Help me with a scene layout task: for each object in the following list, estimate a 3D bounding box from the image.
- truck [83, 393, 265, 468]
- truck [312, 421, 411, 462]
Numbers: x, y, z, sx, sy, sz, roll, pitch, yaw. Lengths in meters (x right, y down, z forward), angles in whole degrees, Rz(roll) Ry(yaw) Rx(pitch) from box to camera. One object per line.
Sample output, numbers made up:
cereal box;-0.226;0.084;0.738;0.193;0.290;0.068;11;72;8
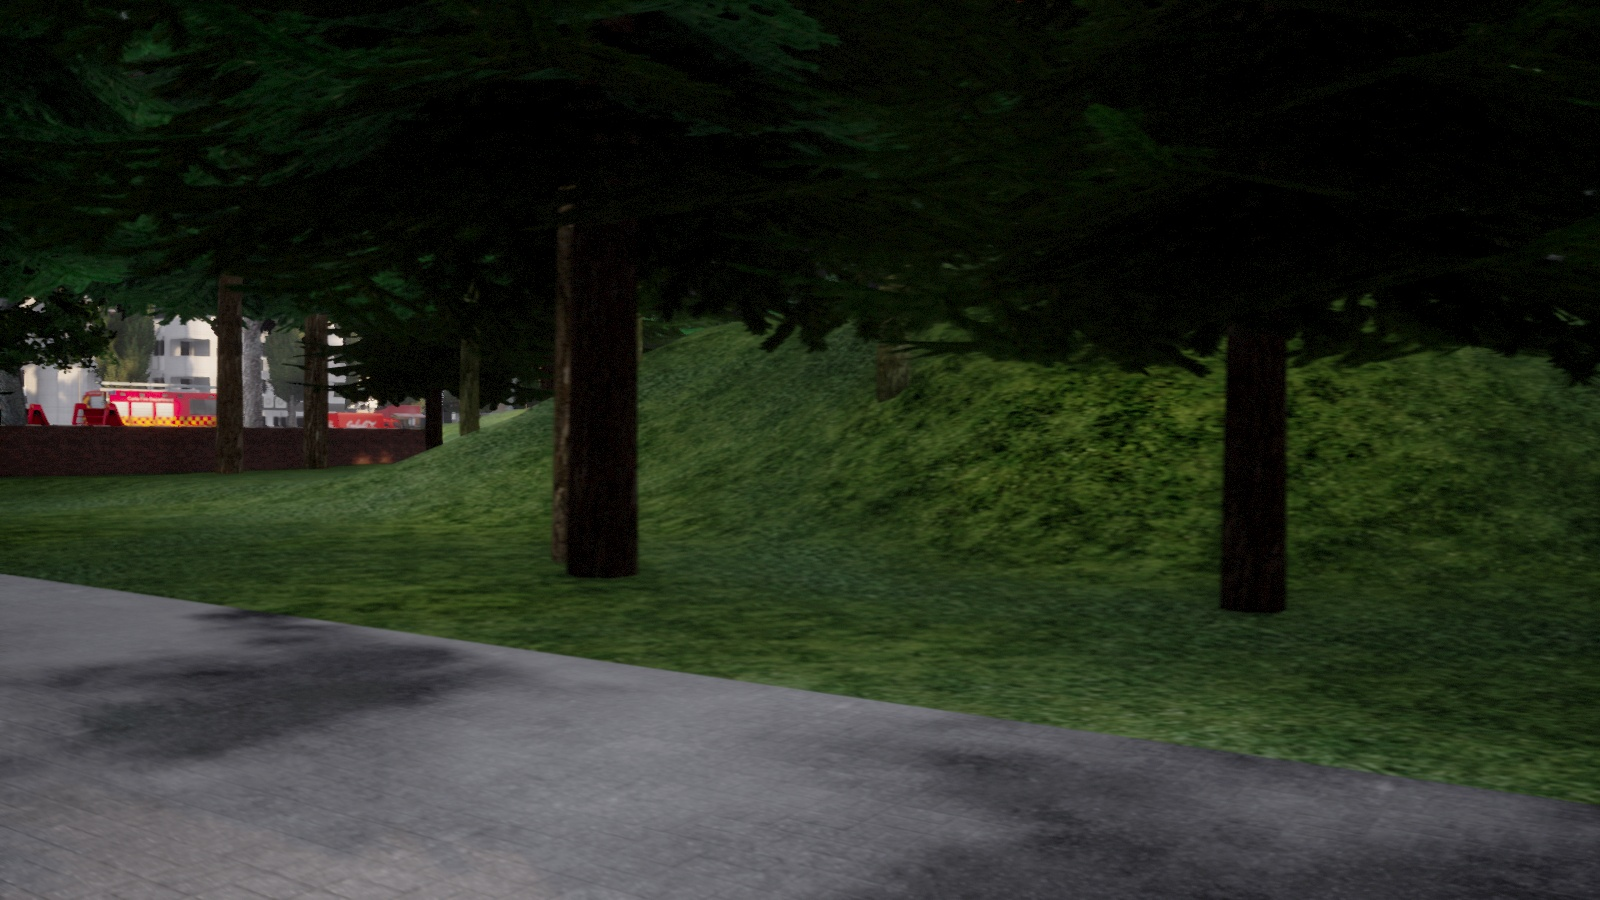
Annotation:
truck;-33.826;-1.058;68.228;2.891;3.827;8.468;0;1;34
truck;-27.227;-0.575;78.145;2.627;2.467;5.204;0;1;34
